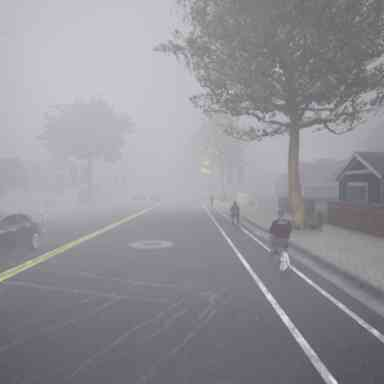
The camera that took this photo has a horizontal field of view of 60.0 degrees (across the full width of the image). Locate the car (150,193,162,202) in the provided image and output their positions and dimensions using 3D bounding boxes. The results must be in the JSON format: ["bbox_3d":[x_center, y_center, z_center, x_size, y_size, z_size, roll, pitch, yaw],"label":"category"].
[{"bbox_3d":[-6.541,0.981,60.982,1.882,1.535,5.008,0,0,0],"label":"car"}]

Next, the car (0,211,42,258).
[{"bbox_3d":[-6.608,1.416,10.798,1.837,1.490,4.892,0,1,0],"label":"car"}]

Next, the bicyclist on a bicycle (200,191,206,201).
[{"bbox_3d":[2.210,0.916,63.210,0.866,1.612,1.509,0,1,0],"label":"bicyclist on a bicycle"}]

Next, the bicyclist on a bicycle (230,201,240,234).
[{"bbox_3d":[2.239,1.312,17.245,0.582,1.620,1.656,0,0,0],"label":"bicyclist on a bicycle"}]

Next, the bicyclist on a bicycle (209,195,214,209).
[{"bbox_3d":[2.226,1.149,37.239,0.582,1.620,1.656,0,0,0],"label":"bicyclist on a bicycle"}]

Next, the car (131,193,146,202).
[{"bbox_3d":[-9.790,0.889,61.189,2.097,1.767,4.553,0,0,0],"label":"car"}]

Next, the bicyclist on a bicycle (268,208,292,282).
[{"bbox_3d":[2.244,1.300,8.607,0.659,1.776,1.843,0,1,0],"label":"bicyclist on a bicycle"}]
